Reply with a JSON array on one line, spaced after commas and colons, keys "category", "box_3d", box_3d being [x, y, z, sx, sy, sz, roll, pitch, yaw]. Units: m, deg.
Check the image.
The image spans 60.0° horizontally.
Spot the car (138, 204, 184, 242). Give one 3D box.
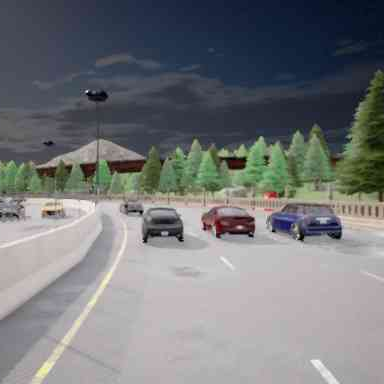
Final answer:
[{"category": "car", "box_3d": [-1.565, 1.511, 16.473, 1.837, 1.490, 4.892, 0, 0, -10]}]

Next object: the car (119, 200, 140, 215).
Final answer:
[{"category": "car", "box_3d": [-6.305, 1.572, 34.339, 2.033, 1.411, 5.357, 0, 0, -20]}]

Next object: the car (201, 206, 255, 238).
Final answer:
[{"category": "car", "box_3d": [1.764, 1.471, 17.682, 1.882, 1.535, 5.008, 0, 0, -10]}]

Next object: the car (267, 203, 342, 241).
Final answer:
[{"category": "car", "box_3d": [5.457, 1.332, 16.753, 2.097, 1.767, 4.553, 0, 0, -9]}]
